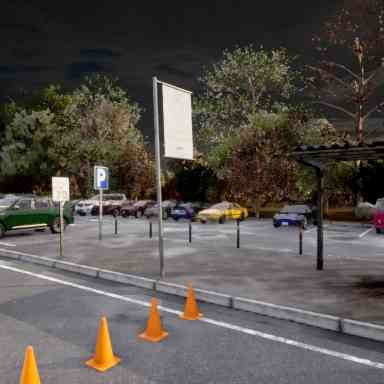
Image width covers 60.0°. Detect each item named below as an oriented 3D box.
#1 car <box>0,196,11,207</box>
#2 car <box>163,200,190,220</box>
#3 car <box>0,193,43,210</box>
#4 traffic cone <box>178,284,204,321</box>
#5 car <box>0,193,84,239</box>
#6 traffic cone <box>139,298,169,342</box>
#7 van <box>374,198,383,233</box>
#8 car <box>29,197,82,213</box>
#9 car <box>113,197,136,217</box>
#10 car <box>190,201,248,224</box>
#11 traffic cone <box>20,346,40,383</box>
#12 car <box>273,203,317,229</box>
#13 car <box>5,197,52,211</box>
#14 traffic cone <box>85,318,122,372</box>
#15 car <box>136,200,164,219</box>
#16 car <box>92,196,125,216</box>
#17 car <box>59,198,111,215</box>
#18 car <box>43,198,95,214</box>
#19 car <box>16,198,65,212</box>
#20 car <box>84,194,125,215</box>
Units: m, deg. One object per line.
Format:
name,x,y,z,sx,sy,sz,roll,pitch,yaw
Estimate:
car,-29.192,1.331,47.810,1.946,1.575,5.366,1,0,35
car,0.239,1.504,26.923,2.163,1.488,4.792,0,0,35
car,-22.502,1.152,42.843,2.435,2.045,5.566,0,0,35
traffic cone,-0.016,1.957,6.018,0.340,0.580,0.340,0,0,36
car,-8.875,1.220,17.272,2.435,2.045,5.566,0,0,35
traffic cone,-0.591,1.957,5.202,0.340,0.580,0.340,0,0,35
van,11.642,1.263,19.012,1.878,1.987,4.442,0,0,35
car,-15.567,1.443,38.227,1.946,1.575,5.366,0,0,35
car,-4.315,1.468,30.096,2.097,1.535,5.008,0,0,35
car,2.386,1.474,25.151,1.946,1.575,5.366,0,0,35
traffic cone,-1.741,1.957,3.570,0.340,0.580,0.340,0,0,35
car,7.018,1.513,22.085,2.163,1.488,4.792,0,0,35
car,-20.201,1.451,41.295,2.163,1.488,4.792,0,0,35
traffic cone,-1.166,1.957,4.386,0.340,0.580,0.340,0,0,35
car,-2.044,1.472,28.500,2.231,1.521,4.892,0,0,35
car,-6.586,1.465,31.693,2.097,1.535,5.008,0,0,35
car,-11.132,1.460,34.876,2.231,1.521,4.892,0,0,35
car,-13.404,1.454,36.475,2.097,1.535,5.008,0,0,35
car,-17.957,1.468,39.647,2.163,1.488,4.792,0,0,35
car,-8.876,1.211,33.261,2.435,2.045,5.566,0,0,35
